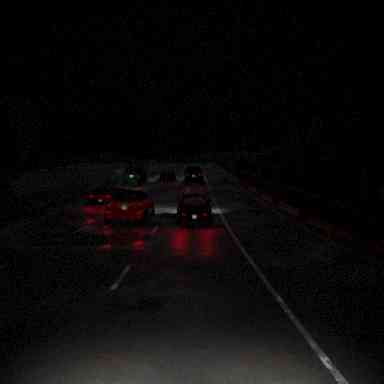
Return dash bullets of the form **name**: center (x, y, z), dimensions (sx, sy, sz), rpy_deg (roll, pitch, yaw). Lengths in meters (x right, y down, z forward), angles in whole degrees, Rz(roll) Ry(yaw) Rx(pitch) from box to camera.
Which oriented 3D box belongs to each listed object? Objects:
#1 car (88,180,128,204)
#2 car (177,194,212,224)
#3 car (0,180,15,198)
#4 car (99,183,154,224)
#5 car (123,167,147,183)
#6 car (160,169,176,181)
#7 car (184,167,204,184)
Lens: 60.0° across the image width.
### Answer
- **car**: center (-6.829, 0.108, 26.970), dimensions (1.895, 1.301, 4.718), rpy_deg (0, 6, 0)
- **car**: center (0.129, 0.830, 18.518), dimensions (1.812, 1.442, 4.674), rpy_deg (0, 4, 0)
- **car**: center (-13.957, 0.324, 21.942), dimensions (2.150, 2.045, 5.566), rpy_deg (0, 5, 0)
- **car**: center (-3.370, 0.645, 18.688), dimensions (2.097, 1.767, 4.553), rpy_deg (0, 4, 0)
- **car**: center (-6.846, -2.023, 40.363), dimensions (2.150, 2.045, 5.566), rpy_deg (0, 8, 1)
- **car**: center (-3.231, -2.362, 44.707), dimensions (1.882, 1.535, 5.008), rpy_deg (0, 8, 0)
- **car**: center (0.249, -2.130, 41.100), dimensions (2.150, 2.045, 5.566), rpy_deg (0, 8, 0)
